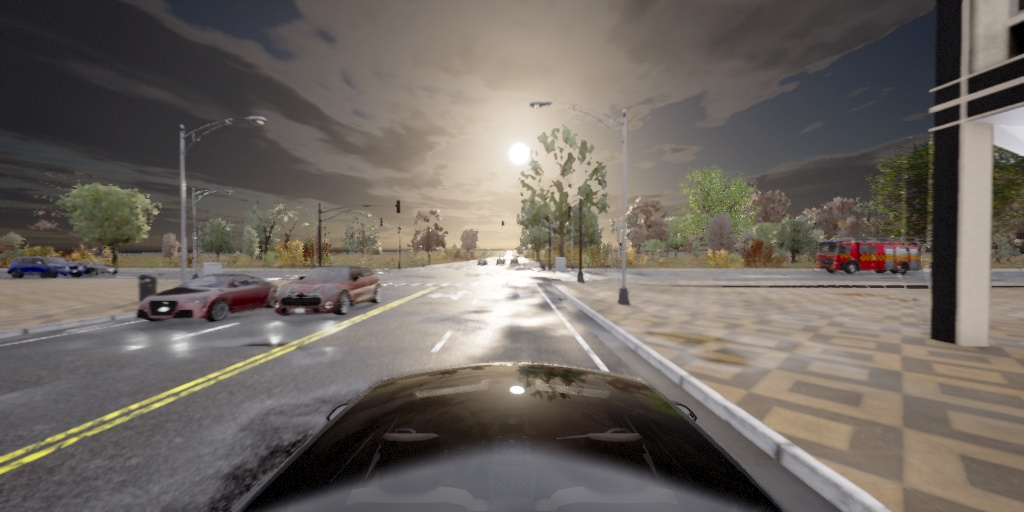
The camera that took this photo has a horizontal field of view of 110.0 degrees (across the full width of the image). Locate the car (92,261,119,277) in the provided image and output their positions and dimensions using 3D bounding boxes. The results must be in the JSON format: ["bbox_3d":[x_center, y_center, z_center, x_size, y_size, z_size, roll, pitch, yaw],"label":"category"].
[{"bbox_3d":[-43.104,1.296,36.592,4.902,1.511,2.128,0,1,3],"label":"car"}]

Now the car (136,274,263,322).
[{"bbox_3d":[-9.827,1.312,12.107,1.994,1.385,4.181,0,0,0],"label":"car"}]

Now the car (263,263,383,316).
[{"bbox_3d":[-6.572,1.099,13.369,2.097,1.767,4.553,0,0,0],"label":"car"}]

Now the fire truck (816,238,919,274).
[{"bbox_3d":[38.332,-0.038,38.902,8.468,3.827,2.891,0,1,3],"label":"fire truck"}]

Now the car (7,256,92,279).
[{"bbox_3d":[-43.221,1.075,33.335,5.566,2.045,2.150,0,1,3],"label":"car"}]
